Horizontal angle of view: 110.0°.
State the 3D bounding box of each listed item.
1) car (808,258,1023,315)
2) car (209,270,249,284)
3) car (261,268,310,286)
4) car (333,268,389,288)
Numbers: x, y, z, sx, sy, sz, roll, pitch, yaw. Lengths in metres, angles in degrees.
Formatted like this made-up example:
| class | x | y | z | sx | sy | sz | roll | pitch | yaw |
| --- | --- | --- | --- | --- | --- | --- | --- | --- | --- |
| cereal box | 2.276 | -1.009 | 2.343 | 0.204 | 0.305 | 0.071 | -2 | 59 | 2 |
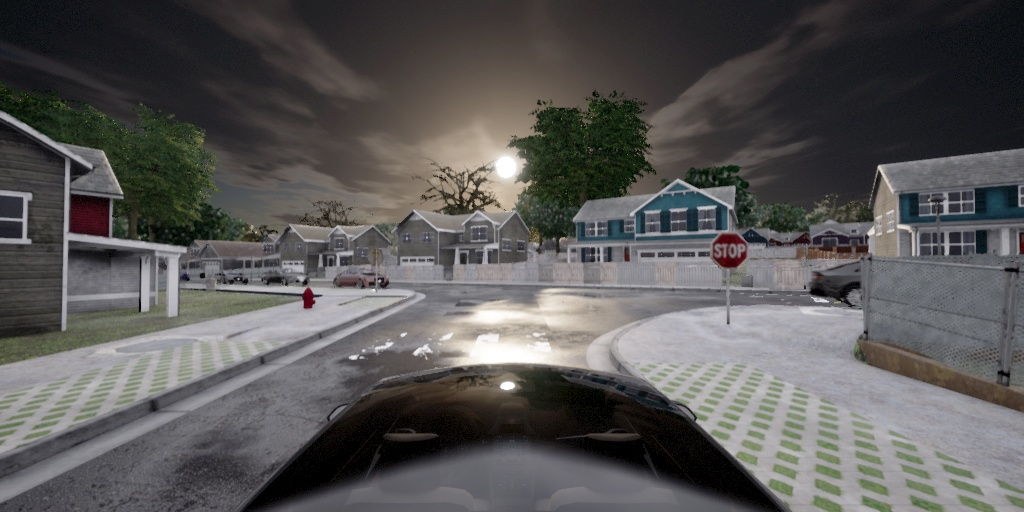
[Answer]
| class | x | y | z | sx | sy | sz | roll | pitch | yaw |
| --- | --- | --- | --- | --- | --- | --- | --- | --- | --- |
| car | 11.717 | 0.799 | 10.340 | 4.892 | 1.490 | 1.837 | -2 | -4 | 34 |
| car | -27.703 | 2.087 | 35.047 | 4.181 | 1.385 | 1.994 | -2 | -2 | 30 |
| car | -19.005 | 1.741 | 30.033 | 4.902 | 1.511 | 2.128 | -2 | -2 | 30 |
| car | -10.459 | 1.545 | 24.847 | 4.181 | 1.385 | 1.994 | -2 | -2 | 32 |
